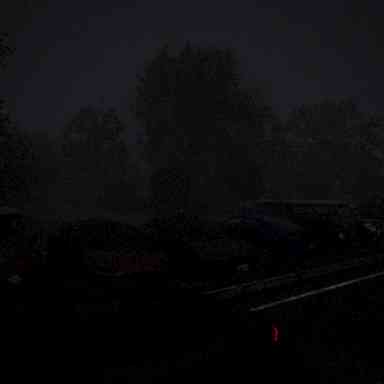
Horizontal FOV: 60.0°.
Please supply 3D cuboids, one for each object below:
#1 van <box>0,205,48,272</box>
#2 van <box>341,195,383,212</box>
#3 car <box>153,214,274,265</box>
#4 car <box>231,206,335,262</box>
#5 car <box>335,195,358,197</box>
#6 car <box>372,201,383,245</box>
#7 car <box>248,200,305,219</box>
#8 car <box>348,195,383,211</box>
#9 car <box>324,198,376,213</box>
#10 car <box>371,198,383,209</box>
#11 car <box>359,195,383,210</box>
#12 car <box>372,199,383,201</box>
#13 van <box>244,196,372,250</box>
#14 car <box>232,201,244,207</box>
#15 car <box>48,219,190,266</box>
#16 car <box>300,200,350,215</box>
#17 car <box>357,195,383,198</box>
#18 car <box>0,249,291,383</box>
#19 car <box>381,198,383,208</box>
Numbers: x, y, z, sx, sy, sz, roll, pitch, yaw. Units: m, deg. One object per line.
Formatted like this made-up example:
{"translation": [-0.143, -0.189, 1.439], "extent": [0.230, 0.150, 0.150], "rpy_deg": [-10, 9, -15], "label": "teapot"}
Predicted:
{"translation": [-4.614, 1.248, 7.050], "extent": [1.878, 1.987, 4.442], "rpy_deg": [0, 0, -36], "label": "van"}
{"translation": [21.394, 1.415, 42.004], "extent": [1.878, 1.987, 4.442], "rpy_deg": [0, 0, -36], "label": "van"}
{"translation": [-0.105, 1.525, 10.381], "extent": [2.163, 1.488, 4.792], "rpy_deg": [0, 0, -36], "label": "car"}
{"translation": [2.162, 1.507, 12.030], "extent": [2.097, 1.535, 5.008], "rpy_deg": [0, 0, -36], "label": "car"}
{"translation": [16.930, 1.367, 38.705], "extent": [2.435, 2.045, 5.566], "rpy_deg": [0, 0, -36], "label": "car"}
{"translation": [6.702, 1.404, 15.320], "extent": [2.185, 1.767, 4.553], "rpy_deg": [0, 0, -36], "label": "car"}
{"translation": [8.021, 1.571, 32.074], "extent": [1.946, 1.575, 5.366], "rpy_deg": [0, 0, -36], "label": "car"}
{"translation": [23.704, 1.401, 43.546], "extent": [2.435, 2.045, 5.566], "rpy_deg": [0, 0, -36], "label": "car"}
{"translation": [19.096, 1.627, 40.446], "extent": [1.946, 1.575, 5.366], "rpy_deg": [0, 0, -36], "label": "car"}
{"translation": [28.220, 1.692, 46.774], "extent": [2.163, 1.488, 4.792], "rpy_deg": [0, 0, -36], "label": "car"}
{"translation": [25.997, 1.407, 45.115], "extent": [2.435, 2.045, 5.566], "rpy_deg": [0, 0, -36], "label": "car"}
{"translation": [9.019, 1.415, 16.899], "extent": [2.185, 1.767, 4.553], "rpy_deg": [0, 0, -36], "label": "car"}
{"translation": [4.508, 1.292, 13.570], "extent": [1.878, 1.987, 4.442], "rpy_deg": [0, 0, -36], "label": "van"}
{"translation": [5.651, 1.564, 30.615], "extent": [2.231, 1.521, 4.892], "rpy_deg": [0, 0, -36], "label": "car"}
{"translation": [-2.385, 1.514, 8.751], "extent": [2.163, 1.488, 4.792], "rpy_deg": [0, 0, -36], "label": "car"}
{"translation": [14.704, 1.637, 37.043], "extent": [2.163, 1.488, 4.792], "rpy_deg": [0, 0, -36], "label": "car"}
{"translation": [13.579, 1.312, 20.162], "extent": [2.435, 2.045, 5.566], "rpy_deg": [0, 0, -36], "label": "car"}
{"translation": [-1.071, 1.567, 2.920], "extent": [4.181, 1.385, 1.994], "rpy_deg": [0, 0, -35], "label": "car"}
{"translation": [30.519, 1.695, 48.346], "extent": [2.163, 1.488, 4.792], "rpy_deg": [0, 0, -36], "label": "car"}
